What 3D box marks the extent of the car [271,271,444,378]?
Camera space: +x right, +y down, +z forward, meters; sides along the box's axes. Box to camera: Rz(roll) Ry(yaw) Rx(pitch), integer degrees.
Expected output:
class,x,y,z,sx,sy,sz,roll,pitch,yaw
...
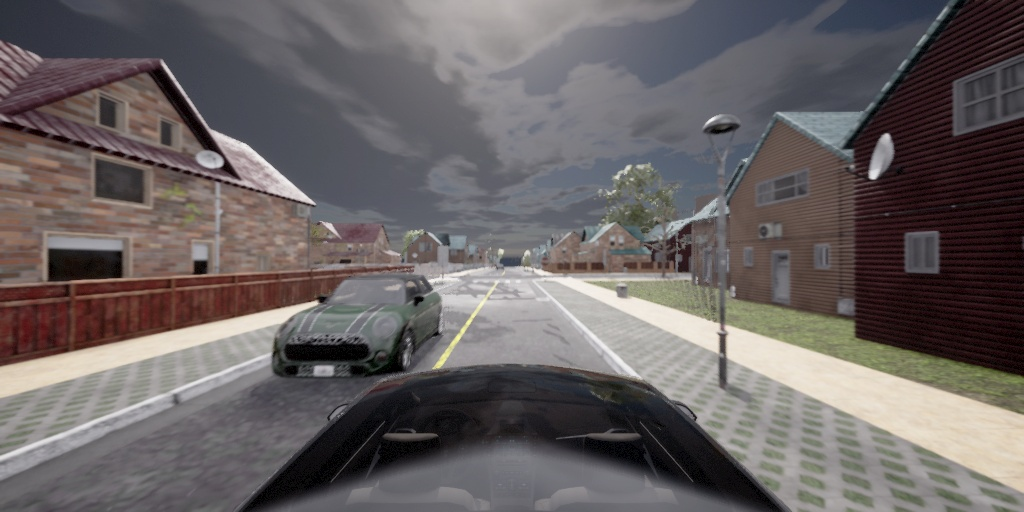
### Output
class,x,y,z,sx,sy,sz,roll,pitch,yaw
car,-2.849,1.171,7.681,2.097,1.767,4.553,0,-1,0
